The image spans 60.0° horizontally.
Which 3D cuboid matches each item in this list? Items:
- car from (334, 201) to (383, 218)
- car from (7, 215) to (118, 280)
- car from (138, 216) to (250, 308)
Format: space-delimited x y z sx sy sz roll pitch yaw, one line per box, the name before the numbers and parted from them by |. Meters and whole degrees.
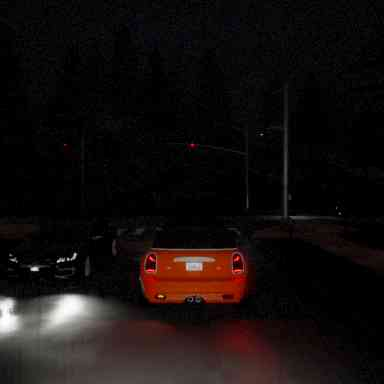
car | 14.337 1.438 27.330 4.718 1.301 1.895 0 0 0
car | -3.562 1.505 10.009 1.837 1.490 4.892 0 0 1
car | 0.049 1.352 8.086 2.097 1.767 4.553 0 0 0
